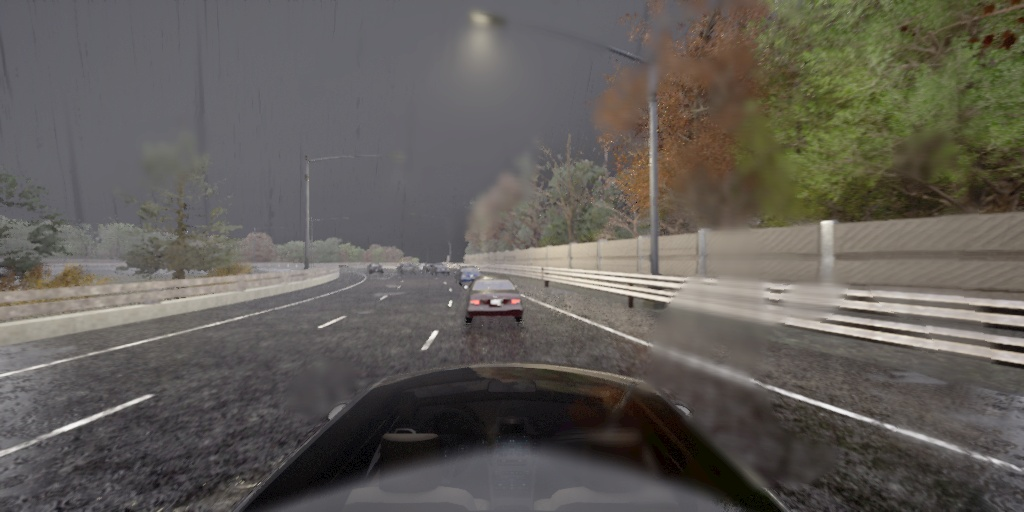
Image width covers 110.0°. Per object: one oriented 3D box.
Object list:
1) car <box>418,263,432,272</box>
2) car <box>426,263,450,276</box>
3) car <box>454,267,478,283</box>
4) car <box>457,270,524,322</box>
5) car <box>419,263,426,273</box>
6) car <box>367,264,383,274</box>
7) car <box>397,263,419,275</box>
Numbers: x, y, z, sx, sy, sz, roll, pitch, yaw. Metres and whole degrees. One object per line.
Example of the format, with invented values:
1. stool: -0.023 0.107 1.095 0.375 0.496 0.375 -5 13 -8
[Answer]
1. car: -14.254 1.842 58.694 1.812 1.442 4.674 0 -1 -18
2. car: -9.186 1.726 45.555 2.033 1.411 5.357 0 -1 -21
3. car: -3.546 1.554 28.916 2.033 1.411 5.357 0 -1 -14
4. car: -0.727 1.399 12.853 2.033 1.411 5.357 0 -1 -6
5. car: -12.055 1.761 52.941 1.837 1.490 4.892 0 -1 -21
6. car: -19.690 1.800 51.436 1.812 1.442 4.674 0 -1 -27
7. car: -14.575 1.723 49.070 2.128 1.511 4.902 0 -1 -25
